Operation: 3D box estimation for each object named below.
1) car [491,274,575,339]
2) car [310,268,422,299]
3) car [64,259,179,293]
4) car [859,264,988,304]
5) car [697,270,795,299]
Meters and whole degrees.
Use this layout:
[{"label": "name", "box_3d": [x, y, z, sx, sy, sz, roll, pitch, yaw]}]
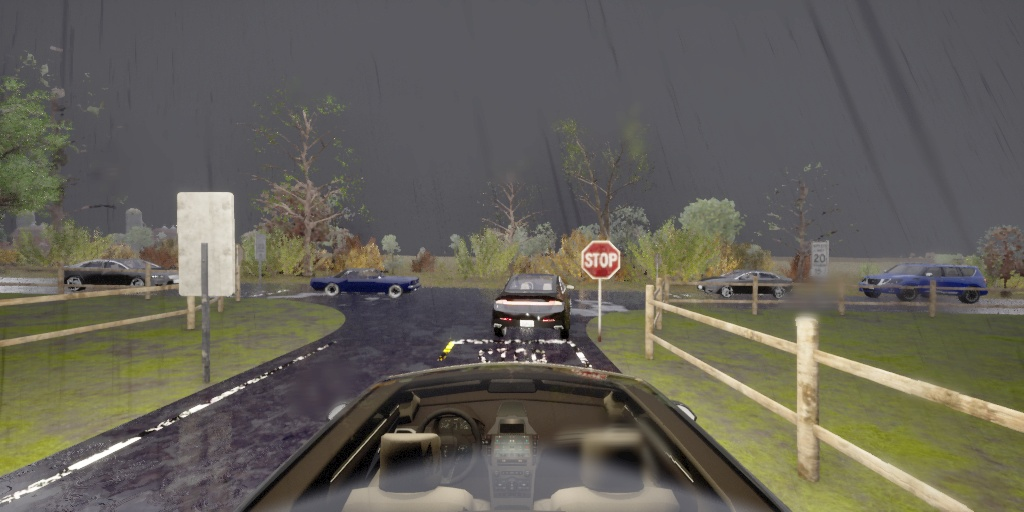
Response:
[{"label": "car", "box_3d": [0.708, 1.240, 10.126, 2.128, 1.511, 4.902, 0, 0, 9]}, {"label": "car", "box_3d": [-6.819, 1.249, 17.159, 4.718, 1.301, 1.895, 1, 1, 0]}, {"label": "car", "box_3d": [-18.487, 0.885, 17.178, 4.902, 1.511, 2.128, 1, 1, 0]}, {"label": "car", "box_3d": [22.903, 1.467, 20.069, 5.566, 2.045, 2.150, 1, 1, 0]}, {"label": "car", "box_3d": [13.007, 1.526, 20.082, 4.902, 1.511, 2.128, 1, 1, 0]}]
